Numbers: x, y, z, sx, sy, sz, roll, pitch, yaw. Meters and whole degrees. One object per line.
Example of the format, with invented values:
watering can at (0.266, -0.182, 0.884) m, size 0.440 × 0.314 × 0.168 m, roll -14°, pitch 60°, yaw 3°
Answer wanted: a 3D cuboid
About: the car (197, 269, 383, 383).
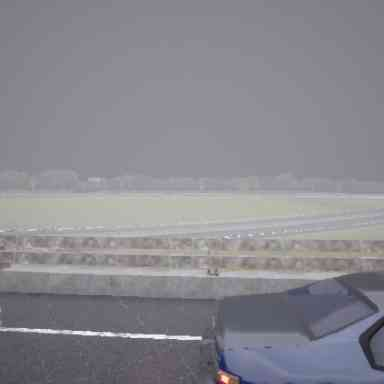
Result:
car at (2.748, 1.548, 3.253) m, size 5.357 × 1.411 × 2.033 m, roll 0°, pitch 0°, yaw 5°
